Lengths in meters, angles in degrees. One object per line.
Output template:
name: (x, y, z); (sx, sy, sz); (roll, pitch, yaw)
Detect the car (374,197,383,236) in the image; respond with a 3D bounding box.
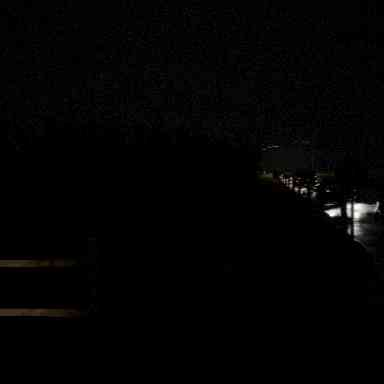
car: (6.069, 0.661, 8.371); (2.128, 1.511, 4.902); (-1, 4, 15)

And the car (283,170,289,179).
car: (16.415, -2.972, 56.356); (1.837, 1.490, 4.892); (-1, 4, 12)

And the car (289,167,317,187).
car: (12.169, -1.690, 36.165); (2.150, 2.045, 5.566); (-1, 4, 12)

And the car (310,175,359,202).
car: (8.972, -0.177, 20.919); (1.994, 1.385, 4.181); (-1, 4, 12)
